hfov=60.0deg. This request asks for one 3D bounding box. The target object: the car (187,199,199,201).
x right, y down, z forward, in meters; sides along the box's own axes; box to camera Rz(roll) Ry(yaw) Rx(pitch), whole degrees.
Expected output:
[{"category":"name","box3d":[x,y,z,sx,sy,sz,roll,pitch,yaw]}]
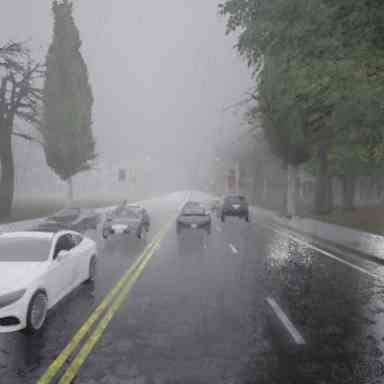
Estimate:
[{"category":"car","box3d":[0.101,1.538,39.886,2.128,1.511,4.902,0,0,0]}]

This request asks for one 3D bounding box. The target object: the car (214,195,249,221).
[{"category":"car","box3d":[3.258,1.239,27.111,2.150,2.045,5.566,0,0,0]}]

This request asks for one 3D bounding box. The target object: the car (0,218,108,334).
[{"category":"car","box3d":[-3.306,1.512,6.843,1.812,1.442,4.674,0,0,0]}]

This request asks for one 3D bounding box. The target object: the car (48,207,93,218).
[{"category":"car","box3d":[-6.500,1.540,18.438,2.033,1.411,5.357,0,0,0]}]

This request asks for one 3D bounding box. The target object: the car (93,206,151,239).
[{"category":"car","box3d":[-3.249,1.482,17.279,2.128,1.511,4.902,0,0,0]}]

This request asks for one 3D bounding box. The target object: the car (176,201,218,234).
[{"category":"car","box3d":[0.099,1.486,19.020,2.128,1.511,4.902,0,0,0]}]
